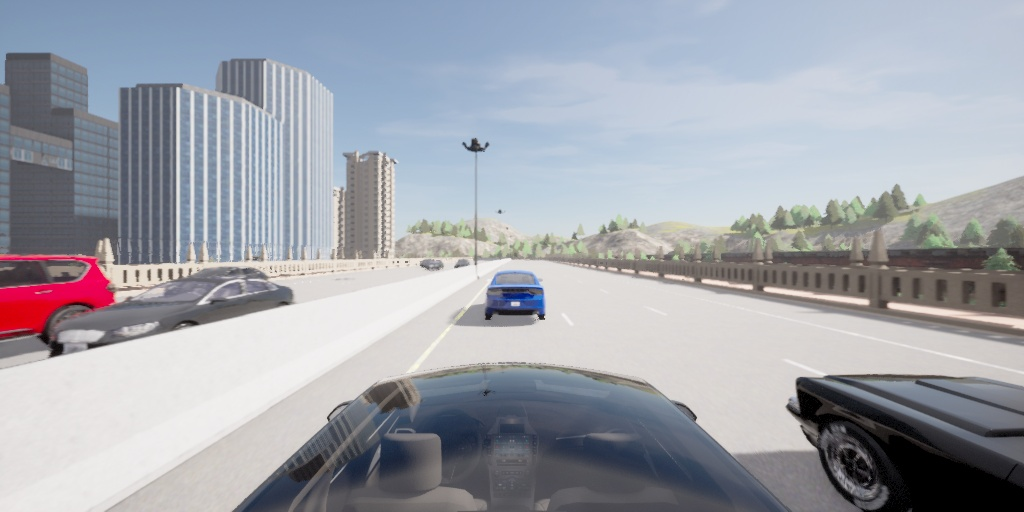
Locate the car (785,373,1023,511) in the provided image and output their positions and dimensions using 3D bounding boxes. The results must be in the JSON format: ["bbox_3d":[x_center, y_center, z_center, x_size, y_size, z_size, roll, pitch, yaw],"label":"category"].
[{"bbox_3d":[3.600,1.351,1.330,1.895,1.301,4.718,0,0,0],"label":"car"}]

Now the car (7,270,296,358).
[{"bbox_3d":[-7.100,1.242,8.280,2.128,1.511,4.902,0,0,0],"label":"car"}]

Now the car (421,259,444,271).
[{"bbox_3d":[-10.567,1.250,49.425,2.128,1.511,4.902,0,0,0],"label":"car"}]

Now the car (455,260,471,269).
[{"bbox_3d":[-7.061,1.263,51.811,1.837,1.490,4.892,0,0,0],"label":"car"}]

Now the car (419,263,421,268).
[{"bbox_3d":[-14.001,1.262,59.738,1.837,1.490,4.892,0,0,1],"label":"car"}]

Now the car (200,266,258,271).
[{"bbox_3d":[-14.099,1.256,17.499,1.837,1.490,4.892,0,0,0],"label":"car"}]

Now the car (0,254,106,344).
[{"bbox_3d":[-10.599,0.972,6.307,2.150,2.045,5.566,0,0,0],"label":"car"}]

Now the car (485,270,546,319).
[{"bbox_3d":[0.100,1.229,12.791,1.882,1.535,5.008,0,0,0],"label":"car"}]

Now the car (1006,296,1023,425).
[{"bbox_3d":[7.100,1.242,1.932,2.128,1.511,4.902,0,0,0],"label":"car"}]
